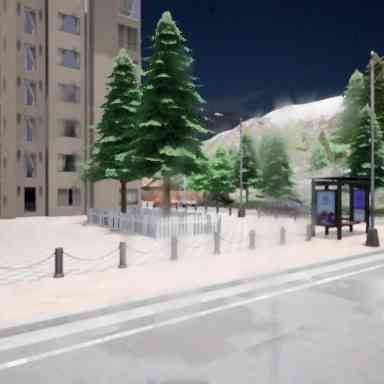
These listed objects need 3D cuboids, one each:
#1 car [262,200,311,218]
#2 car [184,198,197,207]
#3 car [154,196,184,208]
[{"bbox_3d":[8.474,1.489,29.651,2.128,1.511,4.902,0,0,-35],"label":"car"},{"bbox_3d":[-1.337,1.596,49.961,1.895,1.301,4.718,0,0,-35],"label":"car"},{"bbox_3d":[-3.538,1.347,46.981,2.097,1.767,4.553,0,0,-35],"label":"car"}]
